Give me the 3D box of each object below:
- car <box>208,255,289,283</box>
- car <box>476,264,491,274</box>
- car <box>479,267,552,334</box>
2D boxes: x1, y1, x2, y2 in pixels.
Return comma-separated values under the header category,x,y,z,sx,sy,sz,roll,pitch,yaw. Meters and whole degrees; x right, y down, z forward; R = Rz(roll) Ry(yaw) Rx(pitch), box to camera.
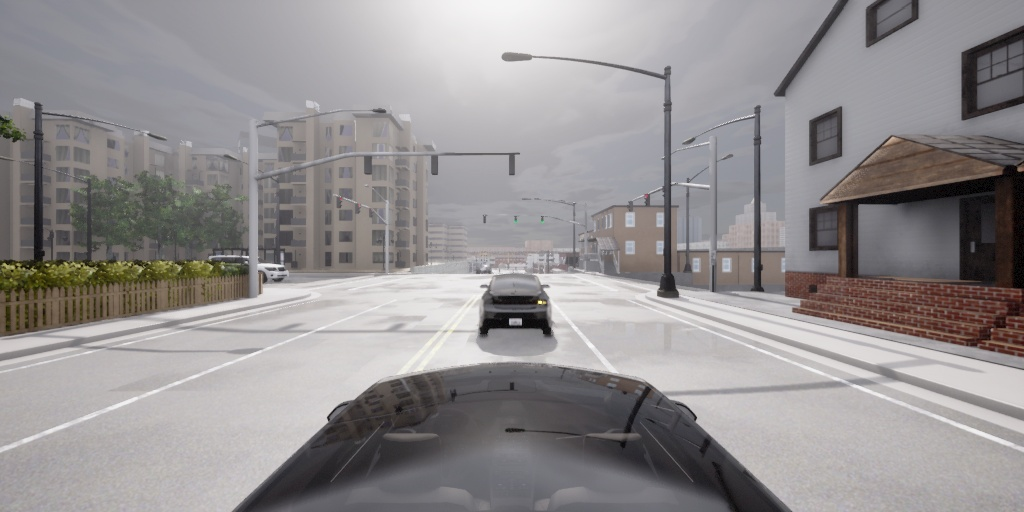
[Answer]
category,x,y,z,sx,sy,sz,roll,pitch,yaw
car,-19.960,0.981,26.954,5.566,2.045,2.150,0,0,1
car,-3.626,1.773,47.080,2.128,1.511,4.902,0,-5,0
car,0.090,1.260,10.690,1.837,1.490,4.892,0,0,0
